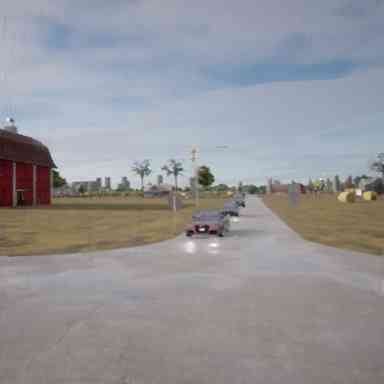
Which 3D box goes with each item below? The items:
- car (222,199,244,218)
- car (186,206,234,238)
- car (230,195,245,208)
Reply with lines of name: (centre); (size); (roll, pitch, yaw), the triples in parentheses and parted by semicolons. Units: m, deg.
car: (3.866, 1.801, 33.886); (2.033, 1.411, 5.357); (-1, 0, 10)
car: (0.994, 1.753, 19.006); (1.994, 1.385, 4.181); (-1, -1, 14)
car: (7.358, 1.521, 53.221); (2.150, 2.045, 5.566); (-1, -1, 10)
